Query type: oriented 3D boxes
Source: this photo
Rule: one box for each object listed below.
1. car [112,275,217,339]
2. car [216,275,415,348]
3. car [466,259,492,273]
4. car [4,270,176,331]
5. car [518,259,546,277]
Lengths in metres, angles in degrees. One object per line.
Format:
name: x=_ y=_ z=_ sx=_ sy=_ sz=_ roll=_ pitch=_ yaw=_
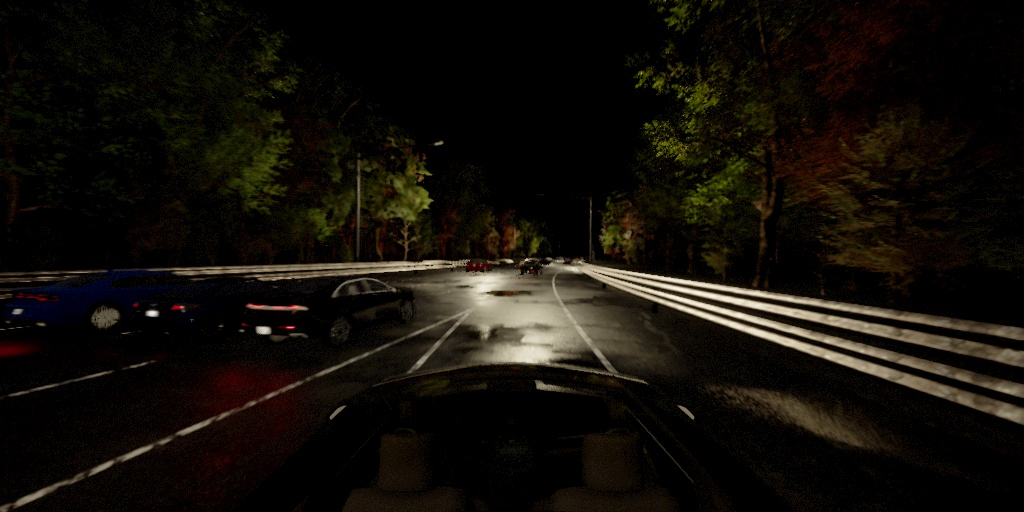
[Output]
car: x=-7.701 y=1.281 z=10.071 sx=1.994 sy=1.385 sz=4.181 roll=1 pitch=0 yaw=13
car: x=-4.285 y=1.237 z=9.321 sx=2.128 sy=1.511 sz=4.902 roll=0 pitch=0 yaw=13
car: x=-3.844 y=1.123 z=43.044 sx=2.097 sy=1.767 sz=4.553 roll=1 pitch=0 yaw=13
car: x=-11.108 y=1.165 z=10.873 sx=1.882 sy=1.535 sz=5.008 roll=0 pitch=0 yaw=13
car: x=2.115 y=1.328 z=37.672 sx=1.837 sy=1.490 sz=4.892 roll=0 pitch=0 yaw=13
